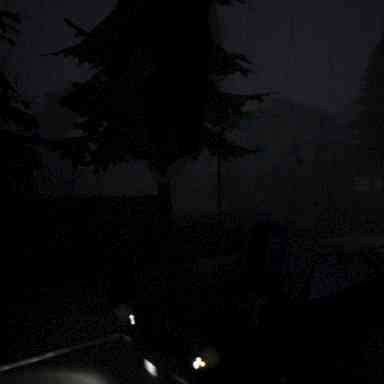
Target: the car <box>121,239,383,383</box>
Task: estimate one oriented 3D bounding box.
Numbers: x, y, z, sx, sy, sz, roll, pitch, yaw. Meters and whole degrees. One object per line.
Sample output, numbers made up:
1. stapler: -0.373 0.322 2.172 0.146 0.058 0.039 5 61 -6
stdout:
1. car: 1.675 1.522 5.252 5.357 1.411 2.033 -1 0 -37
